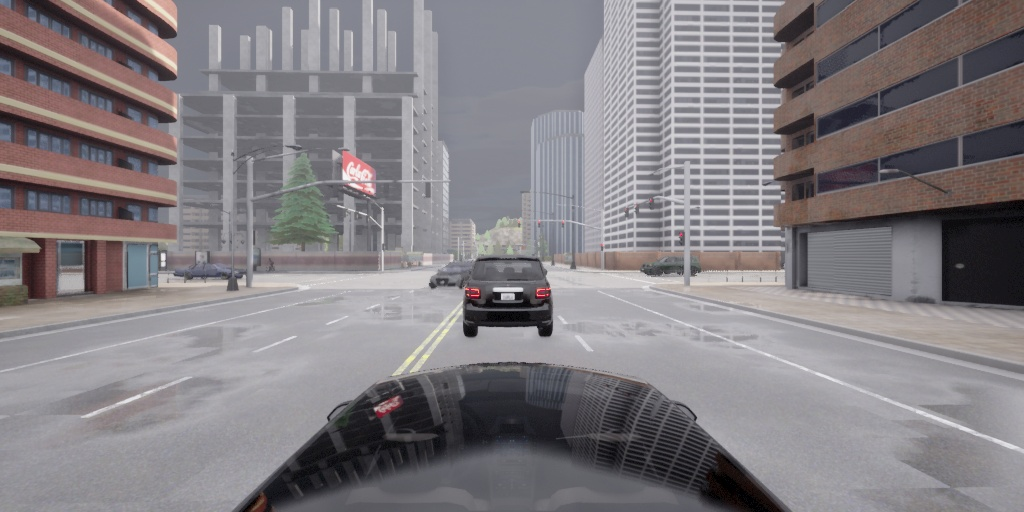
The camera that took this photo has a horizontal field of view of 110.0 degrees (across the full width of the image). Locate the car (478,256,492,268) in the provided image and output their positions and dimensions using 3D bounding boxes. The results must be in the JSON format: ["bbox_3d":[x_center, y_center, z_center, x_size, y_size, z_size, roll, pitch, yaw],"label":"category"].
[{"bbox_3d":[-4.785,0.971,64.778,2.150,2.045,5.566,0,0,-1],"label":"car"}]

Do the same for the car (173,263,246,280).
[{"bbox_3d":[-25.603,1.297,30.664,5.357,1.411,2.033,0,0,-1],"label":"car"}]

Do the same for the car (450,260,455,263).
[{"bbox_3d":[-4.279,1.297,38.403,5.357,1.411,2.033,0,0,-1],"label":"car"}]

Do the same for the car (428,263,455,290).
[{"bbox_3d":[-3.673,1.314,22.432,1.994,1.385,4.181,0,0,10],"label":"car"}]

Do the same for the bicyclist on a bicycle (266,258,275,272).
[{"bbox_3d":[-28.675,1.051,42.574,0.582,1.620,1.656,0,0,-1],"label":"bicyclist on a bicycle"}]

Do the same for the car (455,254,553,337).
[{"bbox_3d":[-0.114,0.971,10.431,2.150,2.045,5.566,0,0,-1],"label":"car"}]

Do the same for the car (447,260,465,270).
[{"bbox_3d":[-8.077,1.314,52.203,1.994,1.385,4.181,0,0,-1],"label":"car"}]

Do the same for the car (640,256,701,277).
[{"bbox_3d":[15.609,0.972,35.355,5.566,2.045,2.150,0,0,-2],"label":"car"}]
